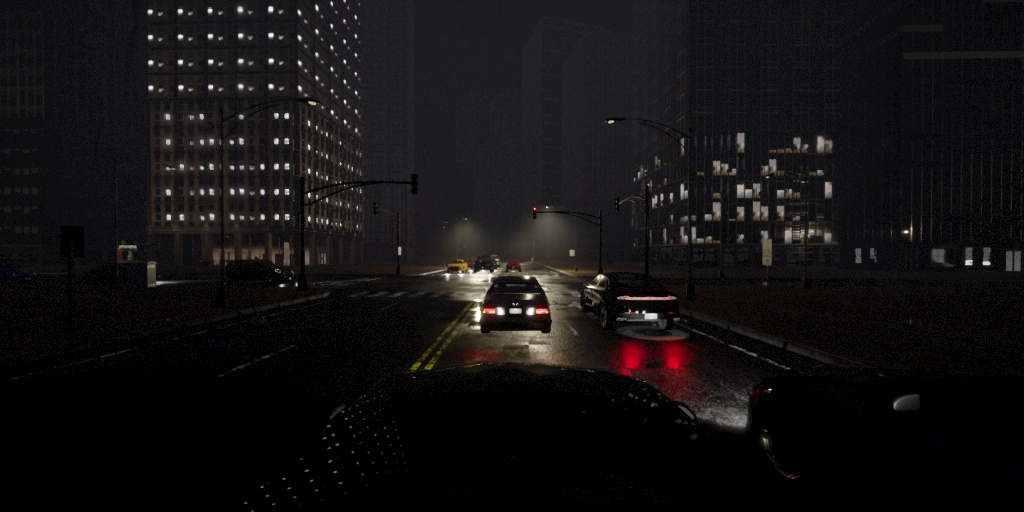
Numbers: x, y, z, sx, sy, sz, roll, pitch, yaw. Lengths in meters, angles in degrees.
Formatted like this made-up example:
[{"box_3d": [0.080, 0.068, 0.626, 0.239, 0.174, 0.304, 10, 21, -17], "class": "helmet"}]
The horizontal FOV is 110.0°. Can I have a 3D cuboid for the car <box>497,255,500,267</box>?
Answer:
[{"box_3d": [-3.262, 1.048, 52.810, 2.097, 1.767, 4.553, 0, 0, 0], "class": "car"}]

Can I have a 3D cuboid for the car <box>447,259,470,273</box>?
[{"box_3d": [-6.529, 1.193, 43.182, 1.882, 1.535, 5.008, 0, 0, 0], "class": "car"}]

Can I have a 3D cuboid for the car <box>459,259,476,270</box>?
[{"box_3d": [-6.511, 1.223, 52.593, 1.812, 1.442, 4.674, 0, 0, 0], "class": "car"}]

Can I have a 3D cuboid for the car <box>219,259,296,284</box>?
[{"box_3d": [-18.173, 1.023, 25.800, 4.553, 1.767, 2.097, 0, 0, 1], "class": "car"}]

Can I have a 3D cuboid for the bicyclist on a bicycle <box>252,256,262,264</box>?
[{"box_3d": [-24.650, 0.867, 34.688, 0.582, 1.620, 1.656, 0, 1, 2], "class": "bicyclist on a bicycle"}]

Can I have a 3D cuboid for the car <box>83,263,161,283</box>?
[{"box_3d": [-28.244, 1.187, 26.050, 4.181, 1.385, 1.994, 0, 0, 2], "class": "car"}]

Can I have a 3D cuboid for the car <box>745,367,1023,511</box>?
[{"box_3d": [3.353, 1.314, 1.900, 1.994, 1.385, 4.181, 0, 0, 0], "class": "car"}]

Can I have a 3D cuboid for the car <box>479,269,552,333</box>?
[{"box_3d": [0.113, 1.294, 10.645, 2.033, 1.411, 5.357, 0, 0, 1], "class": "car"}]

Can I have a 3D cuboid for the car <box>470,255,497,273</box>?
[{"box_3d": [-3.280, 0.937, 42.856, 2.150, 2.045, 5.566, 0, 0, 0], "class": "car"}]

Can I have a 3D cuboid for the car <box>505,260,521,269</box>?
[{"box_3d": [0.182, 1.234, 47.001, 1.812, 1.442, 4.674, 0, 0, 0], "class": "car"}]

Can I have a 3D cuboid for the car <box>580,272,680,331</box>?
[{"box_3d": [3.361, 1.238, 11.056, 2.128, 1.511, 4.902, 0, 0, 0], "class": "car"}]

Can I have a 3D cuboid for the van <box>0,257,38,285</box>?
[{"box_3d": [-33.899, 0.959, 23.614, 3.998, 1.789, 1.690, 0, 0, 2], "class": "van"}]
